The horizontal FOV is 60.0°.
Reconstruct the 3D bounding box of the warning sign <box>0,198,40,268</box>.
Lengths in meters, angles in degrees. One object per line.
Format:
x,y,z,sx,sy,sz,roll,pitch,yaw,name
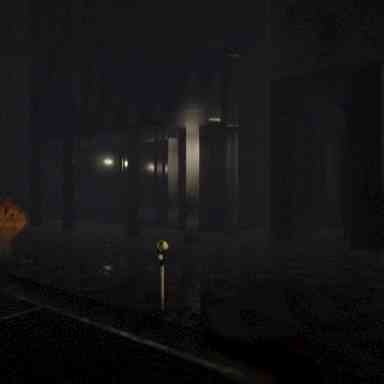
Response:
-5.291,1.112,9.572,1.060,1.860,1.300,0,0,35,warning sign
